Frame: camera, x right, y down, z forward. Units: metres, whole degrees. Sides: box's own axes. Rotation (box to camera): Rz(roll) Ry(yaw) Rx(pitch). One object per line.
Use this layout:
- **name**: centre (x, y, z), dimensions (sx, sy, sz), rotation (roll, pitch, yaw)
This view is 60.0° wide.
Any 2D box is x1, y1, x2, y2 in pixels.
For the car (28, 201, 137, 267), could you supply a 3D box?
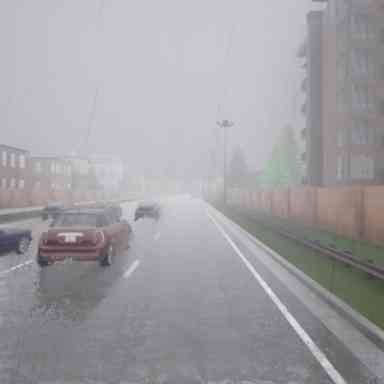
- **car**: centre (-3.437, 1.350, 11.553), dimensions (2.097, 1.767, 4.553), rotation (0, 0, 0)

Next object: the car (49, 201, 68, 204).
- **car**: centre (-10.436, 1.503, 26.954), dimensions (1.837, 1.490, 4.892), rotation (0, 0, 0)

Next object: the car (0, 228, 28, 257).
- **car**: centre (-6.943, 1.599, 10.449), dimensions (1.895, 1.301, 4.718), rotation (0, 0, 0)

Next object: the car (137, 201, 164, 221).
- **car**: centre (-3.436, 1.504, 26.951), dimensions (1.837, 1.490, 4.892), rotation (0, 0, 0)

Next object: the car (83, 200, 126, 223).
- **car**: centre (-6.938, 1.489, 26.892), dimensions (2.128, 1.511, 4.902), rotation (0, 0, 0)
